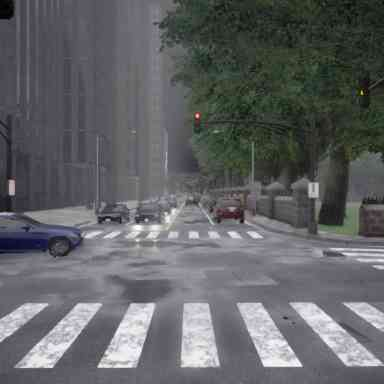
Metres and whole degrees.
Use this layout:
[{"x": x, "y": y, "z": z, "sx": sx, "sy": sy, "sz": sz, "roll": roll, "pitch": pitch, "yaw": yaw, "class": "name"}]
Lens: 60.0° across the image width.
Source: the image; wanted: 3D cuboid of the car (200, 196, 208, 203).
[{"x": 2.664, "y": 1.592, "z": 74.403, "sx": 1.752, "sy": 1.417, "sz": 4.829, "roll": 0, "pitch": 0, "yaw": 0, "class": "car"}]

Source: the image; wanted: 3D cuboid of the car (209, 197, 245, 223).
[{"x": 2.730, "y": 1.326, "z": 25.125, "sx": 2.192, "sy": 1.841, "sz": 5.009, "roll": 0, "pitch": 0, "yaw": 0, "class": "car"}]

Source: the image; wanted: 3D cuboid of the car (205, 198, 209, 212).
[{"x": 2.716, "y": 1.588, "z": 36.037, "sx": 1.947, "sy": 1.339, "sz": 4.313, "roll": 0, "pitch": 0, "yaw": 0, "class": "car"}]

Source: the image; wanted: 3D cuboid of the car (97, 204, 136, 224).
[{"x": -5.795, "y": 1.576, "z": 25.104, "sx": 1.947, "sy": 1.339, "sz": 4.313, "roll": 0, "pitch": 0, "yaw": 0, "class": "car"}]

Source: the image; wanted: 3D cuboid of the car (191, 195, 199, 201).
[{"x": 0.786, "y": 1.591, "z": 85.778, "sx": 1.837, "sy": 1.490, "sz": 4.892, "roll": 0, "pitch": 0, "yaw": 0, "class": "car"}]

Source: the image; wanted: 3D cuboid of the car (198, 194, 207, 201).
[{"x": 2.650, "y": 1.399, "z": 85.146, "sx": 2.192, "sy": 1.841, "sz": 5.009, "roll": 0, "pitch": 0, "yaw": 0, "class": "car"}]

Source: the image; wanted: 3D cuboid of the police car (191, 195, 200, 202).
[{"x": 0.800, "y": 1.495, "z": 75.888, "sx": 1.930, "sy": 1.638, "sz": 5.238, "roll": 0, "pitch": 0, "yaw": 0, "class": "police car"}]

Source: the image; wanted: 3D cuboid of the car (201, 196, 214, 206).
[{"x": 2.687, "y": 1.487, "z": 57.863, "sx": 1.967, "sy": 1.590, "sz": 4.097, "roll": 0, "pitch": 0, "yaw": 0, "class": "car"}]

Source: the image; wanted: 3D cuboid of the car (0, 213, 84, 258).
[{"x": -6.136, "y": 1.440, "z": 11.304, "sx": 4.674, "sy": 1.442, "sz": 1.812, "roll": 1, "pitch": 0, "yaw": -19, "class": "car"}]

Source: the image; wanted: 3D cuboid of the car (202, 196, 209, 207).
[{"x": 2.708, "y": 1.579, "z": 41.493, "sx": 2.008, "sy": 1.369, "sz": 4.403, "roll": 0, "pitch": 0, "yaw": 0, "class": "car"}]

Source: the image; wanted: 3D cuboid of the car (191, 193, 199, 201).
[{"x": 0.779, "y": 1.319, "z": 91.808, "sx": 2.150, "sy": 2.045, "sz": 5.566, "roll": 0, "pitch": 0, "yaw": 0, "class": "car"}]

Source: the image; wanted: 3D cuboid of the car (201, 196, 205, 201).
[{"x": 2.701, "y": 1.585, "z": 46.950, "sx": 2.008, "sy": 1.369, "sz": 4.403, "roll": 0, "pitch": 0, "yaw": 0, "class": "car"}]

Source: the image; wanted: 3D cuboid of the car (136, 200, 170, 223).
[{"x": -3.134, "y": 1.559, "z": 25.623, "sx": 2.033, "sy": 1.411, "sz": 5.357, "roll": 0, "pitch": 0, "yaw": 0, "class": "car"}]

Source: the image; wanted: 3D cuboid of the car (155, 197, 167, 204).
[{"x": -5.846, "y": 1.635, "z": 63.303, "sx": 1.802, "sy": 1.307, "sz": 4.206, "roll": 0, "pitch": 0, "yaw": 0, "class": "car"}]

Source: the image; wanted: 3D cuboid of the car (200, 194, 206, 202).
[{"x": 2.694, "y": 1.481, "z": 52.407, "sx": 1.967, "sy": 1.590, "sz": 4.097, "roll": 0, "pitch": 0, "yaw": 0, "class": "car"}]

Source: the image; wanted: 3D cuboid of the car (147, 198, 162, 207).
[{"x": -5.831, "y": 1.622, "z": 52.389, "sx": 1.802, "sy": 1.307, "sz": 4.206, "roll": 0, "pitch": 0, "yaw": 0, "class": "car"}]

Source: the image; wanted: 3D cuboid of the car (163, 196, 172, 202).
[{"x": -5.868, "y": 1.620, "z": 79.674, "sx": 1.887, "sy": 1.381, "sz": 4.507, "roll": 0, "pitch": 0, "yaw": 0, "class": "car"}]

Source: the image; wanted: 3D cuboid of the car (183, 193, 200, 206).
[{"x": -0.021, "y": 1.396, "z": 55.188, "sx": 2.097, "sy": 1.767, "sz": 4.553, "roll": 0, "pitch": 0, "yaw": 0, "class": "car"}]

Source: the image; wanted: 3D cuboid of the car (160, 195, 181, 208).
[{"x": -3.148, "y": 1.527, "z": 47.649, "sx": 2.128, "sy": 1.511, "sz": 4.902, "roll": 0, "pitch": 0, "yaw": 0, "class": "car"}]

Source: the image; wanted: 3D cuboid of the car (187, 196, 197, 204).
[{"x": -0.086, "y": 1.533, "z": 65.242, "sx": 1.882, "sy": 1.535, "sz": 5.008, "roll": 0, "pitch": 0, "yaw": 0, "class": "car"}]

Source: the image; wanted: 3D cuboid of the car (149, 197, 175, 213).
[{"x": -3.132, "y": 1.547, "z": 35.261, "sx": 1.812, "sy": 1.442, "sz": 4.674, "roll": 0, "pitch": 0, "yaw": 0, "class": "car"}]

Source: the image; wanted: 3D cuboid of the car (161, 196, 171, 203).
[{"x": -5.861, "y": 1.611, "z": 74.217, "sx": 1.887, "sy": 1.381, "sz": 4.507, "roll": 0, "pitch": 0, "yaw": 0, "class": "car"}]
